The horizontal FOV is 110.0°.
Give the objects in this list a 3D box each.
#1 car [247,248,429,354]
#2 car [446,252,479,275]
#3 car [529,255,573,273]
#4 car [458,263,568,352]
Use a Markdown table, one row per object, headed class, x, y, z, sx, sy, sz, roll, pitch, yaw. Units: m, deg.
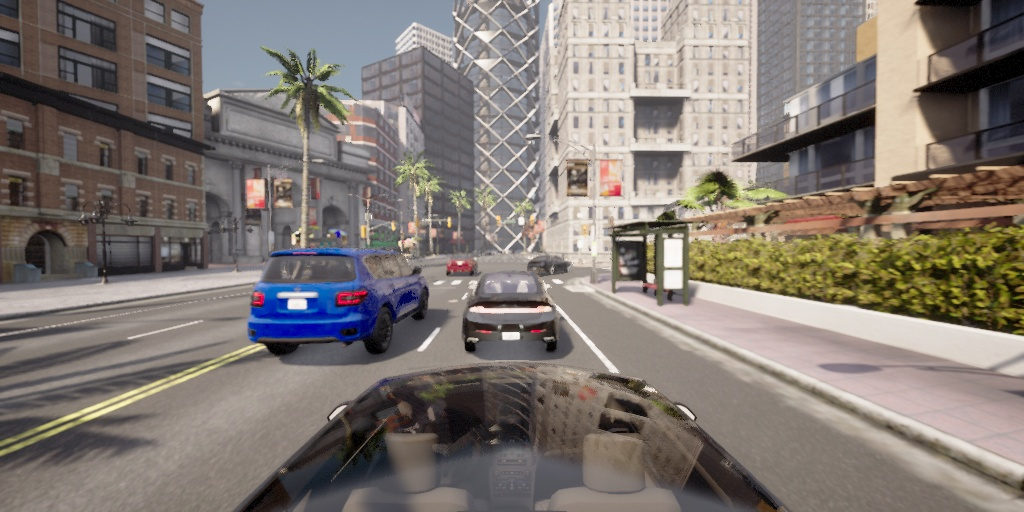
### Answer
| class | x | y | z | sx | sy | sz | roll | pitch | yaw |
| --- | --- | --- | --- | --- | --- | --- | --- | --- | --- |
| car | -3.554 | 0.843 | 8.562 | 2.150 | 2.045 | 5.566 | 0 | 1 | -1 |
| car | -3.948 | 0.547 | 28.990 | 2.097 | 1.767 | 4.553 | 0 | 1 | -1 |
| car | 3.121 | 0.670 | 28.663 | 1.837 | 1.490 | 4.892 | -2 | 0 | 36 |
| car | -0.051 | 1.098 | 8.512 | 2.128 | 1.511 | 4.902 | 0 | 1 | -1 |
